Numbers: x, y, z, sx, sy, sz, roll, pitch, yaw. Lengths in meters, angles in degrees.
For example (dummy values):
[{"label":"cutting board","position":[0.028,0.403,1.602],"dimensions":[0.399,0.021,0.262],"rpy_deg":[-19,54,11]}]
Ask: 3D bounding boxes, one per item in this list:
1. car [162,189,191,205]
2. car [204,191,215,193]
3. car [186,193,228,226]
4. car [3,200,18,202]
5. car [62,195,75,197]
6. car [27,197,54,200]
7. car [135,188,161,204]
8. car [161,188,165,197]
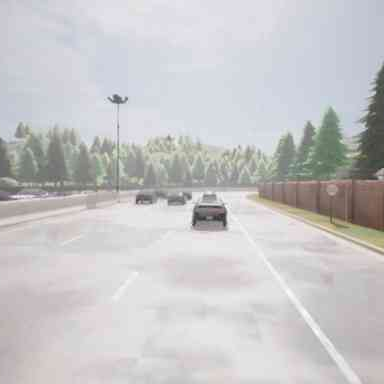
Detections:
[{"label":"car","position":[-1.617,0.612,36.574],"dimensions":[2.033,1.411,5.357],"rpy_deg":[1,1,3]},{"label":"car","position":[2.219,0.517,42.497],"dimensions":[2.033,1.411,5.357],"rpy_deg":[1,1,3]},{"label":"car","position":[1.013,1.025,19.113],"dimensions":[2.128,1.511,4.902],"rpy_deg":[1,1,3]},{"label":"car","position":[-13.072,0.847,21.522],"dimensions":[1.994,1.385,4.181],"rpy_deg":[1,1,3]},{"label":"car","position":[-12.527,0.605,31.549],"dimensions":[1.994,1.385,4.181],"rpy_deg":[1,1,3]},{"label":"car","position":[-12.729,0.498,26.315],"dimensions":[1.812,1.442,4.674],"rpy_deg":[1,1,3]},{"label":"car","position":[-5.079,0.502,37.385],"dimensions":[1.837,1.490,4.892],"rpy_deg":[1,1,3]},{"label":"car","position":[-4.504,0.243,48.180],"dimensions":[1.837,1.490,4.892],"rpy_deg":[1,2,4]}]
